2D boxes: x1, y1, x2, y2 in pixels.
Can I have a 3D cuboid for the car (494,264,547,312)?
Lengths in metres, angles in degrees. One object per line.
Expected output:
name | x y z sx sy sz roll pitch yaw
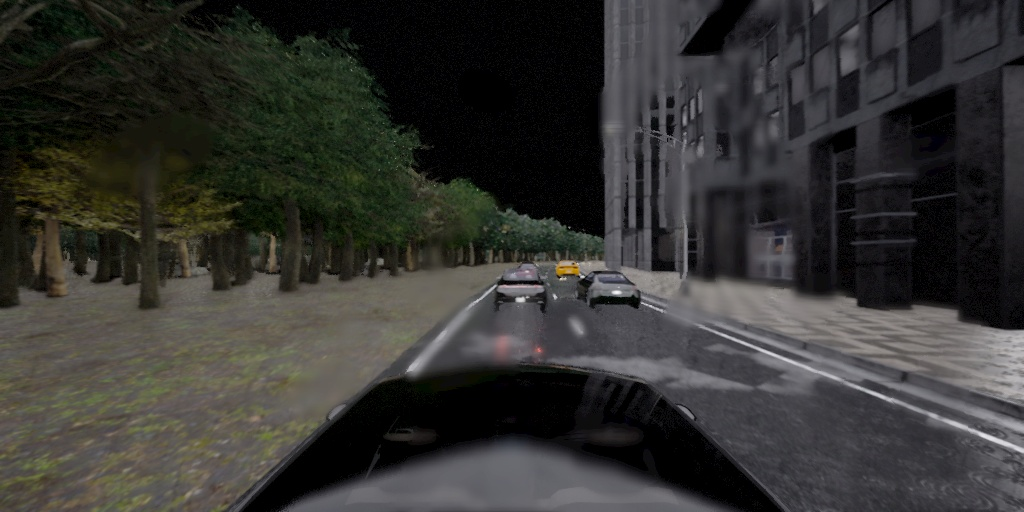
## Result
car | 0.358 1.228 14.207 2.128 1.511 4.902 0 0 2

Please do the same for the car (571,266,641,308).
car | 3.898 1.300 15.106 1.994 1.385 4.181 0 0 2

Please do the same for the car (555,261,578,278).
car | 5.060 1.167 32.992 1.882 1.535 5.008 0 0 5
